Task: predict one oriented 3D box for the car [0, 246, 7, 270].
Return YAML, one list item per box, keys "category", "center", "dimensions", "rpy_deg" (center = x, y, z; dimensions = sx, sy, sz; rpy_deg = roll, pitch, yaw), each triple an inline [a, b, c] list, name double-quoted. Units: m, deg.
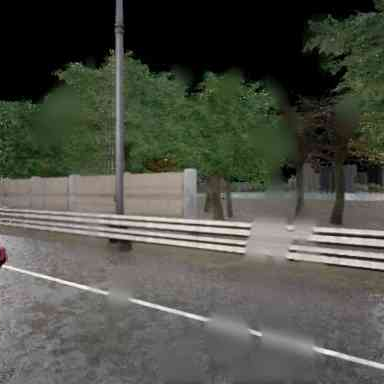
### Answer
- category: "car"
  center: [-7.084, 1.603, 9.067]
  dimensions: [4.718, 1.301, 1.895]
  rpy_deg: [0, 0, 36]
